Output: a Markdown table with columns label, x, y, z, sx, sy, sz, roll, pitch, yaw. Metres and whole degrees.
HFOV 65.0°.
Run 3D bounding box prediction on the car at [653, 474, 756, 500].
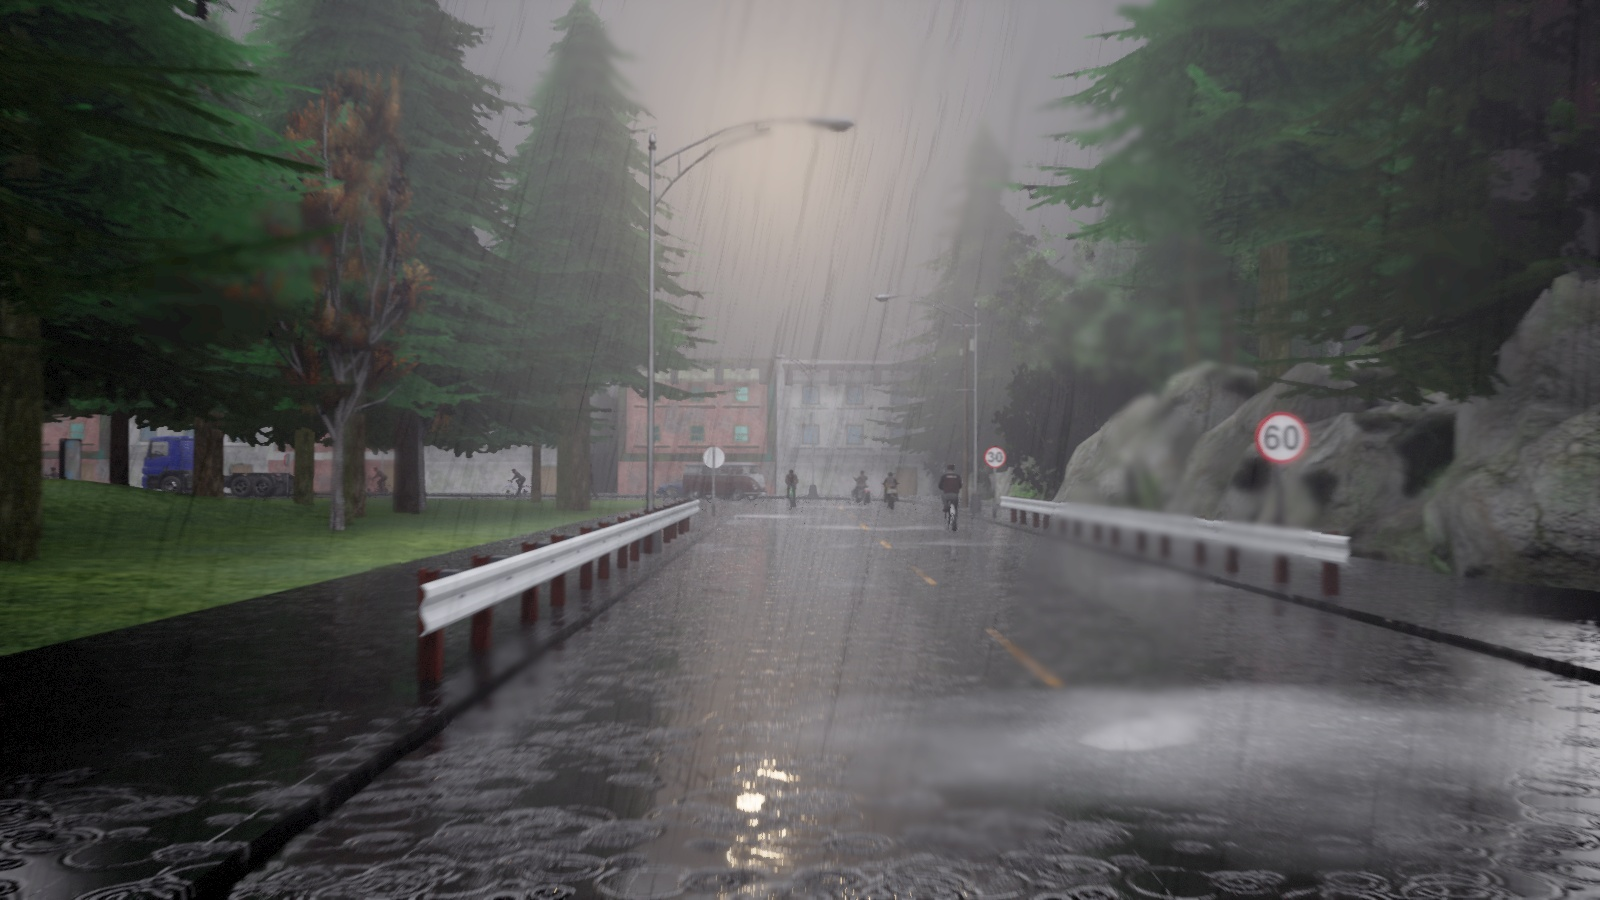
| label | x | y | z | sx | sy | sz | roll | pitch | yaw |
| --- | --- | --- | --- | --- | --- | --- | --- | --- | --- |
| car | -5.303 | 2.048 | 70.046 | 5.357 | 1.411 | 2.033 | -1 | -1 | 18 |

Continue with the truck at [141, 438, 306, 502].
| label | x | y | z | sx | sy | sz | roll | pitch | yaw |
| --- | --- | --- | --- | --- | --- | --- | --- | --- | --- |
| truck | -32.189 | 1.129 | 70.360 | 7.936 | 3.462 | 2.891 | 0 | -1 | 0 |

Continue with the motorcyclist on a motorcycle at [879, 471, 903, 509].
| label | x | y | z | sx | sy | sz | roll | pitch | yaw |
| --- | --- | --- | --- | --- | --- | --- | --- | --- | --- |
| motorcyclist on a motorcycle | 3.719 | 1.638 | 51.520 | 0.797 | 1.523 | 2.044 | 0 | -1 | 0 |

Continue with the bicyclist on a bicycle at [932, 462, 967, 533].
| label | x | y | z | sx | sy | sz | roll | pitch | yaw |
| --- | --- | --- | --- | --- | --- | --- | --- | --- | --- |
| bicyclist on a bicycle | 3.845 | 1.207 | 32.338 | 0.659 | 1.776 | 1.843 | 0 | -1 | 0 |

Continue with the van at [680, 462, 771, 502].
| label | x | y | z | sx | sy | sz | roll | pitch | yaw |
| --- | --- | --- | --- | --- | --- | --- | --- | --- | --- |
| van | -3.860 | 1.660 | 64.799 | 4.442 | 1.987 | 1.775 | -1 | -1 | 28 |

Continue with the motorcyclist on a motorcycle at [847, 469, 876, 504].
| label | x | y | z | sx | sy | sz | roll | pitch | yaw |
| --- | --- | --- | --- | --- | --- | --- | --- | --- | --- |
| motorcyclist on a motorcycle | 3.005 | 1.780 | 61.701 | 0.766 | 1.649 | 2.350 | -1 | -1 | -14 |
